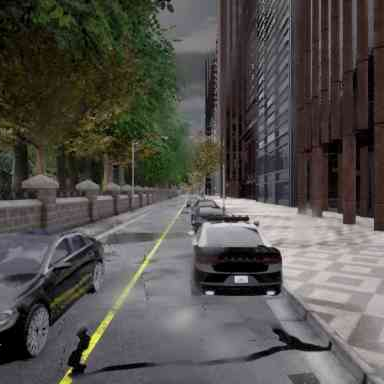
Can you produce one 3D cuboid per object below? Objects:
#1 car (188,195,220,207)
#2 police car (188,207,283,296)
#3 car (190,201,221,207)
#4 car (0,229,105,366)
[{"bbox_3d":[0.986,1.333,24.654,2.097,1.767,4.553,0,0,0],"label":"car"},{"bbox_3d":[0.929,1.422,8.794,1.930,1.638,5.238,0,0,0],"label":"police car"},{"bbox_3d":[0.964,1.494,18.684,1.837,1.490,4.892,0,0,0],"label":"car"},{"bbox_3d":[-2.982,1.490,6.012,2.128,1.511,4.902,0,0,0],"label":"car"}]
